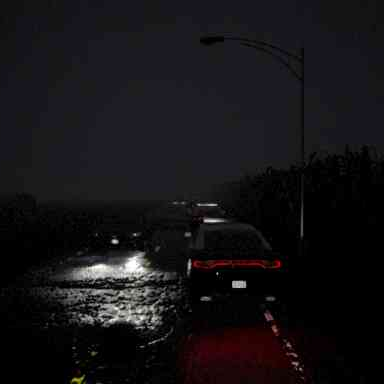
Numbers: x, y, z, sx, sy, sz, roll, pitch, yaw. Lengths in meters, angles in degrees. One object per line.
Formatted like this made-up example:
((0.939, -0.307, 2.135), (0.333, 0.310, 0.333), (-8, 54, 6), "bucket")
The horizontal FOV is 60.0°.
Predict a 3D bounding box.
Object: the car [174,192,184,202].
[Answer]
((-2.657, 1.100, 70.088), (2.150, 2.045, 5.566), (0, 0, 0), "car")

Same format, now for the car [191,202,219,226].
((0.856, 1.509, 24.334), (1.812, 1.442, 4.674), (0, 0, 0), "car")

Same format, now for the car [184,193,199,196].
((0.079, 1.134, 60.043), (2.150, 2.045, 5.566), (0, 0, 0), "car")

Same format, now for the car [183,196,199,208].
((0.106, 1.550, 46.078), (1.895, 1.301, 4.718), (0, 0, 1), "car")

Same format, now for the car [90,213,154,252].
((-2.733, 1.559, 13.742), (1.994, 1.385, 4.181), (0, 0, 0), "car")

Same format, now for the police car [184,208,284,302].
((0.835, 1.423, 8.445), (1.930, 1.638, 5.238), (0, 0, 0), "police car")

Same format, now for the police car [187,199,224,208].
((0.849, 1.415, 18.444), (1.930, 1.638, 5.238), (0, 0, 0), "police car")
